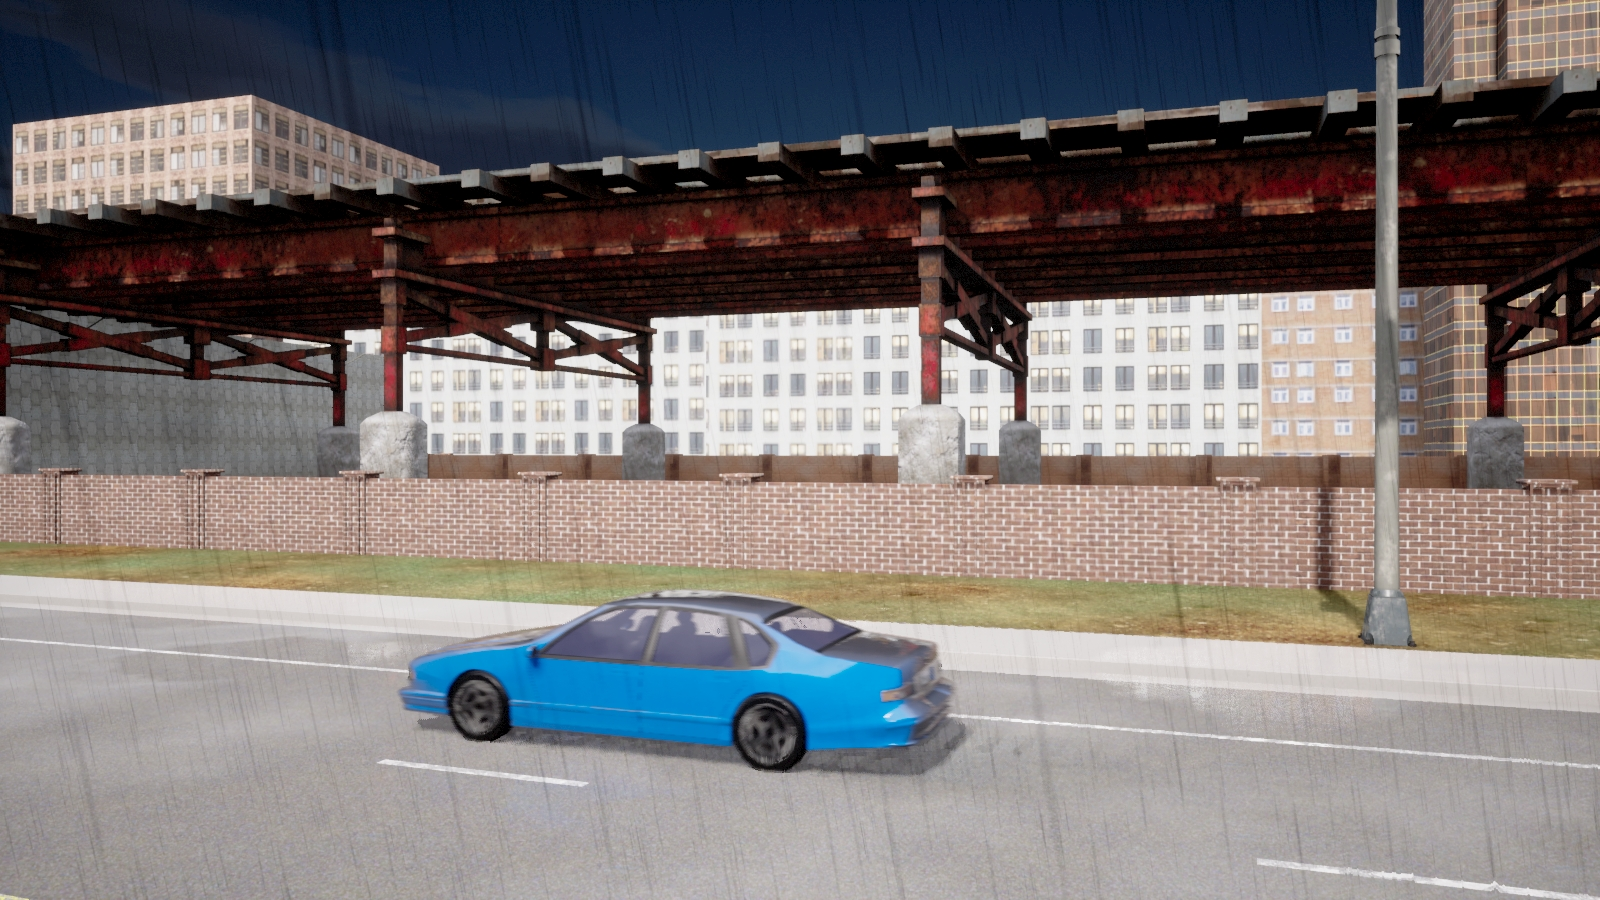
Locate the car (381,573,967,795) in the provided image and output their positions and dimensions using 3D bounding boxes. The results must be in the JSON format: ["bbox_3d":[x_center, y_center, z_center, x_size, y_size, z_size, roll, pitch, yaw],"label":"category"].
[{"bbox_3d":[-1.222,2.106,11.189,5.357,1.411,2.033,0,0,20],"label":"car"}]
